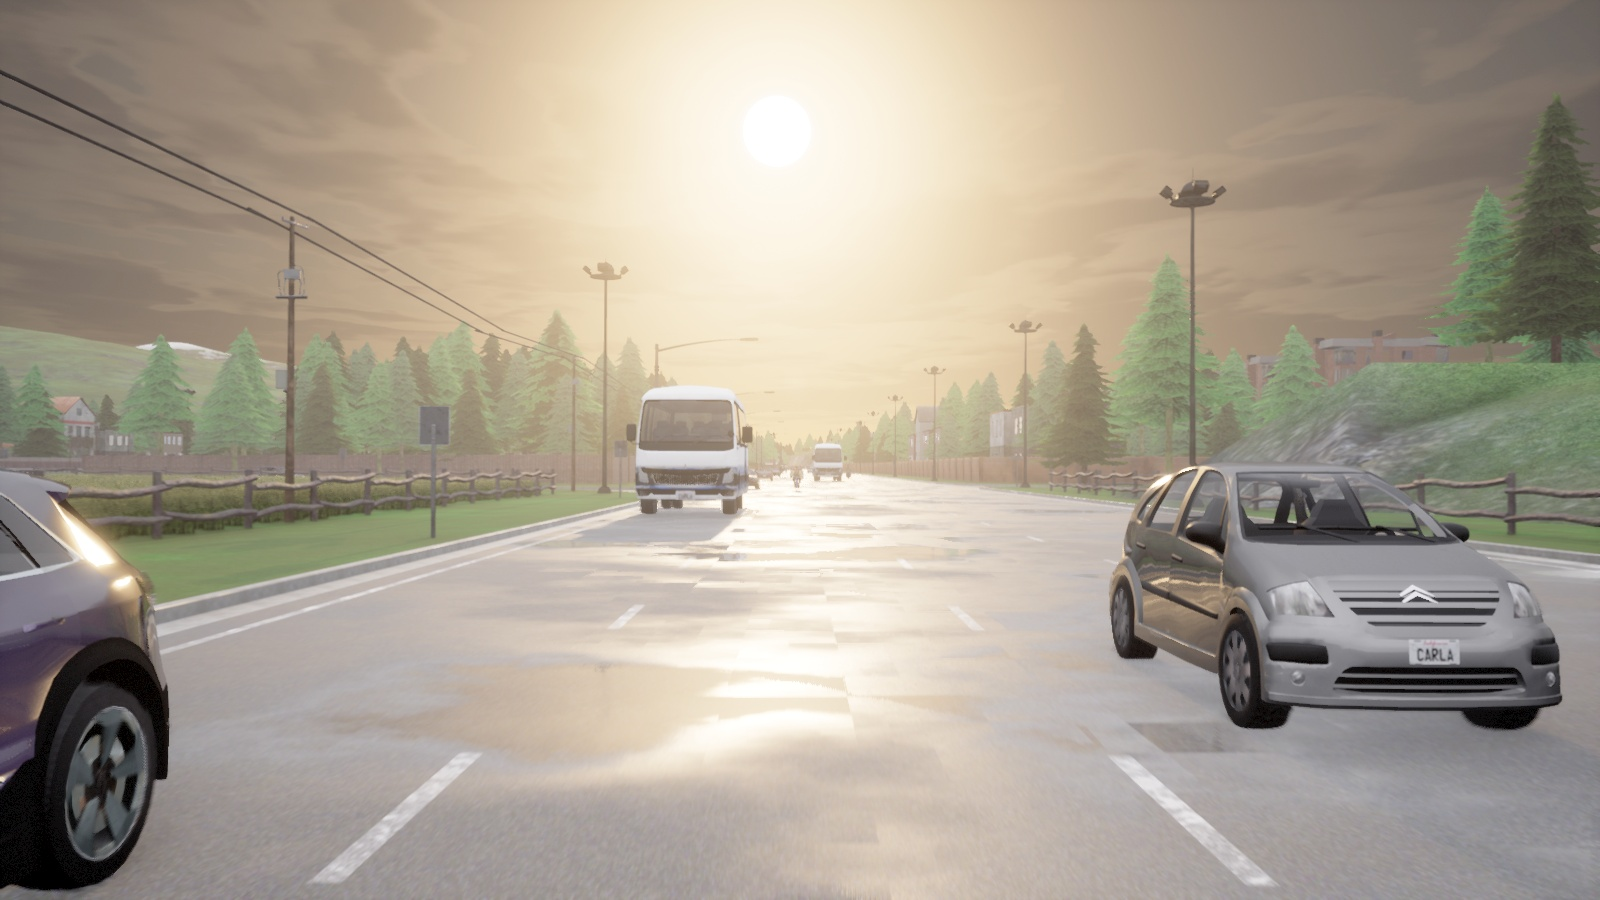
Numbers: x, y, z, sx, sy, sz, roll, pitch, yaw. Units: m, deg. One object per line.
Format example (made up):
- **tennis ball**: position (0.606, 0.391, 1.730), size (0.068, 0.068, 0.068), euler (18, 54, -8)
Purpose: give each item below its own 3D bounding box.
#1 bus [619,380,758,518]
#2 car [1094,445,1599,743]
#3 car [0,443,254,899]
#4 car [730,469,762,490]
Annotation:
- **bus**: position (-3.610, 0.036, 43.814), size (3.944, 4.253, 10.273), euler (0, -1, 0)
- **car**: position (3.478, 0.813, 8.867), size (1.851, 1.617, 3.988), euler (0, -1, 0)
- **car**: position (-3.508, 0.798, 3.309), size (2.033, 1.649, 4.856), euler (0, -1, 0)
- **car**: position (-3.707, 2.043, 87.086), size (2.033, 1.411, 5.357), euler (0, -1, 0)
